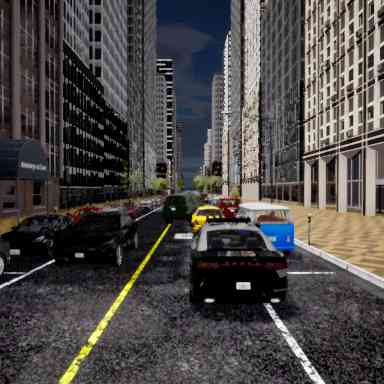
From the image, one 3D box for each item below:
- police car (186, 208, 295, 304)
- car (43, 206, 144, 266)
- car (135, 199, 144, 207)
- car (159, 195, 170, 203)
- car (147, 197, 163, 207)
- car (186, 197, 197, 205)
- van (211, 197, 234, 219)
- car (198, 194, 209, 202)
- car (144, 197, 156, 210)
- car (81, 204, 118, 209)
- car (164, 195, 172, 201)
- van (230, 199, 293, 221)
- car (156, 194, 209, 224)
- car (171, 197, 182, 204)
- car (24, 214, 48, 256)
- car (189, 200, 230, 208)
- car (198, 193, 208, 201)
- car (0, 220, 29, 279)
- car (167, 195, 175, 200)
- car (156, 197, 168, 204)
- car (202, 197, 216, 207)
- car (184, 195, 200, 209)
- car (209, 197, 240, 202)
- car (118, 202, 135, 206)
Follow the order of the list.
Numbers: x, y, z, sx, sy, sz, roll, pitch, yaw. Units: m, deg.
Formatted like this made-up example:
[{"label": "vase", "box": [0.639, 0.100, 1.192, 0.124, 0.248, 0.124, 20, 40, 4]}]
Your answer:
[{"label": "police car", "box": [0.889, 1.424, 8.358, 1.930, 1.638, 5.238, 0, 0, 0]}, {"label": "car", "box": [-3.115, 1.475, 11.702, 1.882, 1.535, 5.008, 0, 0, 0]}, {"label": "car", "box": [-5.729, 1.577, 29.946, 1.802, 1.307, 4.206, -1, 0, 0]}, {"label": "car", "box": [-5.771, 1.426, 69.731, 1.967, 1.590, 4.097, -1, 0, 0]}, {"label": "car", "box": [-5.753, 1.541, 52.680, 2.008, 1.369, 4.403, -1, 0, 0]}, {"label": "car", "box": [-0.062, 1.553, 59.258, 1.994, 1.385, 4.181, 0, 0, 0]}, {"label": "van", "box": [2.649, 1.336, 29.954, 1.690, 1.788, 3.998, -1, 0, 0]}, {"label": "car", "box": [2.602, 1.300, 75.424, 2.192, 1.841, 5.009, -1, 0, 0]}, {"label": "car", "box": [-5.741, 1.544, 41.313, 2.008, 1.369, 4.403, -1, 0, 0]}, {"label": "car", "box": [-5.718, 1.542, 18.579, 1.887, 1.381, 4.507, -1, 0, 0]}, {"label": "car", "box": [-5.781, 1.508, 80.929, 1.752, 1.417, 4.829, -1, 0, 0]}, {"label": "van", "box": [2.666, 1.339, 12.903, 1.690, 1.788, 3.998, -1, 0, 0]}, {"label": "car", "box": [-0.169, 1.216, 24.631, 2.150, 2.045, 5.566, -1, 0, 24]}, {"label": "car", "box": [-3.067, 1.588, 66.800, 1.895, 1.301, 4.718, 0, 0, 0]}, {"label": "car", "box": [-5.712, 1.564, 12.895, 1.947, 1.339, 4.313, -1, 0, 0]}, {"label": "car", "box": [0.880, 1.452, 18.437, 1.801, 1.575, 5.366, 0, 0, 0]}, {"label": "car", "box": [2.597, 1.298, 81.108, 2.192, 1.841, 5.009, -1, 0, 0]}, {"label": "car", "box": [-5.707, 1.550, 7.211, 2.008, 1.369, 4.403, -1, 0, 0]}, {"label": "car", "box": [-5.793, 1.545, 92.466, 1.947, 1.339, 4.313, -1, 0, 0]}, {"label": "car", "box": [-5.764, 1.569, 64.047, 1.802, 1.307, 4.206, -1, 0, 0]}, {"label": "car", "box": [2.628, 1.541, 52.688, 2.008, 1.369, 4.403, -1, 0, 0]}, {"label": "car", "box": [-0.028, 1.344, 46.158, 2.097, 1.767, 4.553, 0, 0, 0]}, {"label": "car", "box": [2.654, 1.311, 24.271, 2.192, 1.841, 5.009, -1, 0, 0]}, {"label": "car", "box": [-5.725, 1.547, 24.262, 2.008, 1.369, 4.403, -1, 0, 0]}]
